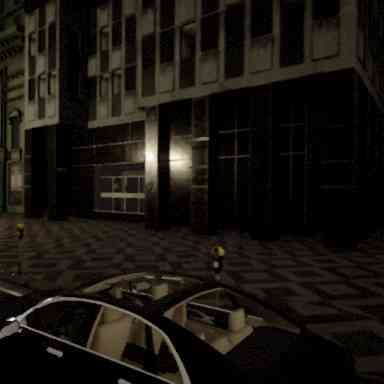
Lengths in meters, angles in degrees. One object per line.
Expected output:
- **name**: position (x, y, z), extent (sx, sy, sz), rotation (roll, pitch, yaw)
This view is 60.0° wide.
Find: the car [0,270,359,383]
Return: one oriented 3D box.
- **car**: position (-0.684, 1.535, 3.447), extent (4.403, 1.369, 2.008), rotation (0, 0, 35)
